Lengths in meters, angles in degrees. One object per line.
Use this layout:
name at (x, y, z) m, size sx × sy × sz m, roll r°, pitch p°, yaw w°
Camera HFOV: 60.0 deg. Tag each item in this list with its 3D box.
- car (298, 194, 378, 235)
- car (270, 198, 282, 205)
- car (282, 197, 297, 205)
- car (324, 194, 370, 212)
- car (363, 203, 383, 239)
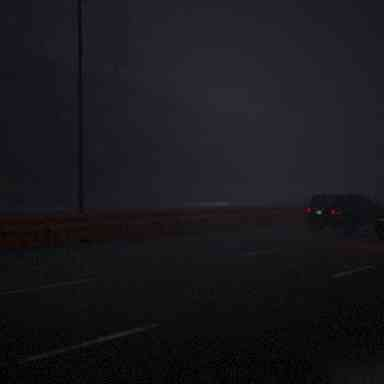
car at (8.685, 1.120, 18.388) m, size 5.566 × 2.045 × 2.150 m, roll 0°, pitch 0°, yaw -34°
car at (13.234, 1.334, 45.576) m, size 5.357 × 1.411 × 2.033 m, roll 0°, pitch 0°, yaw -27°
car at (14.347, 1.270, 42.179) m, size 5.008 × 1.535 × 1.882 m, roll 0°, pitch 0°, yaw -27°
car at (16.525, 1.157, 35.411) m, size 4.553 × 1.767 × 2.097 m, roll 0°, pitch 0°, yaw -28°
car at (10.317, 1.393, 15.258) m, size 4.902 × 1.511 × 2.128 m, roll 0°, pitch 0°, yaw -34°
